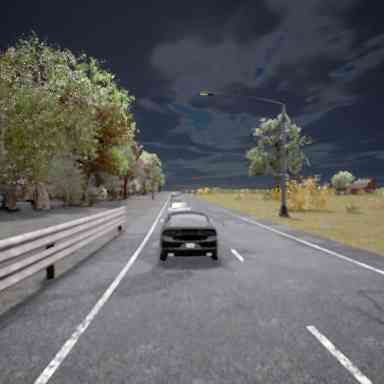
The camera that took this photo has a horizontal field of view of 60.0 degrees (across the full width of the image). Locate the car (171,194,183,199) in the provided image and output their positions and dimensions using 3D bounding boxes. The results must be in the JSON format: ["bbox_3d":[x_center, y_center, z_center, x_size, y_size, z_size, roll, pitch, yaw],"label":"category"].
[{"bbox_3d":[-2.257,1.393,49.441,2.033,1.411,5.357,0,0,-3],"label":"car"}]

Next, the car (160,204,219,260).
[{"bbox_3d":[-0.185,1.442,12.412,1.882,1.535,5.008,0,0,-3],"label":"car"}]

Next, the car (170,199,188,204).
[{"bbox_3d":[-1.052,1.519,27.926,1.895,1.301,4.718,0,0,-3],"label":"car"}]

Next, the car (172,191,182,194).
[{"bbox_3d":[-4.181,1.217,83.811,1.837,1.490,4.892,0,0,-3],"label":"car"}]
